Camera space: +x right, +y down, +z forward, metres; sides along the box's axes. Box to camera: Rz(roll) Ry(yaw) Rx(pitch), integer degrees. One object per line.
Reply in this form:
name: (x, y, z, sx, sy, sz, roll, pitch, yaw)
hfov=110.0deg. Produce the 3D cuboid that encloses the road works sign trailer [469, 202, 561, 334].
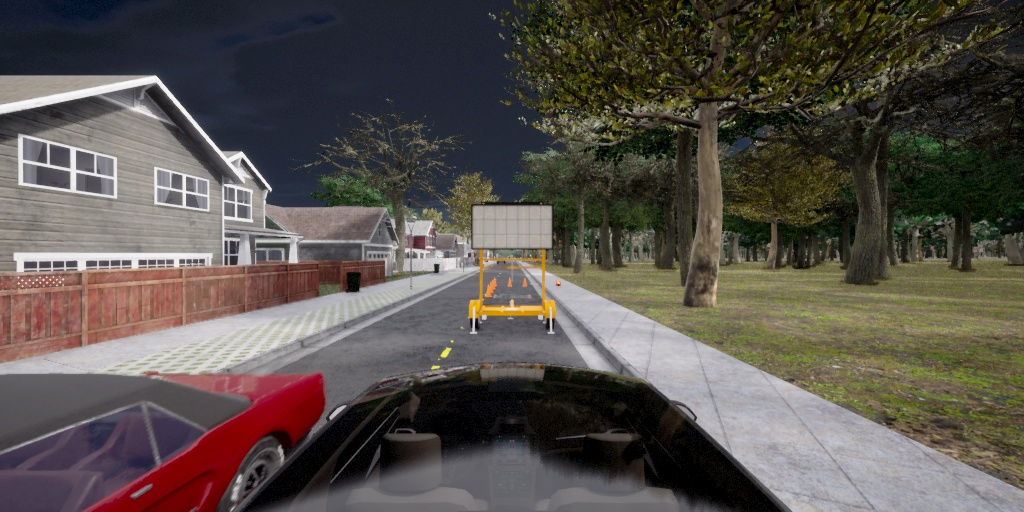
road works sign trailer: (0.011, 0.214, 10.620, 2.380, 3.560, 2.880, 0, 0, 0)

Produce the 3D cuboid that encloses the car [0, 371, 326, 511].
car: (-2.748, 1.351, 1.279, 1.895, 1.301, 4.718, 0, 0, 0)
